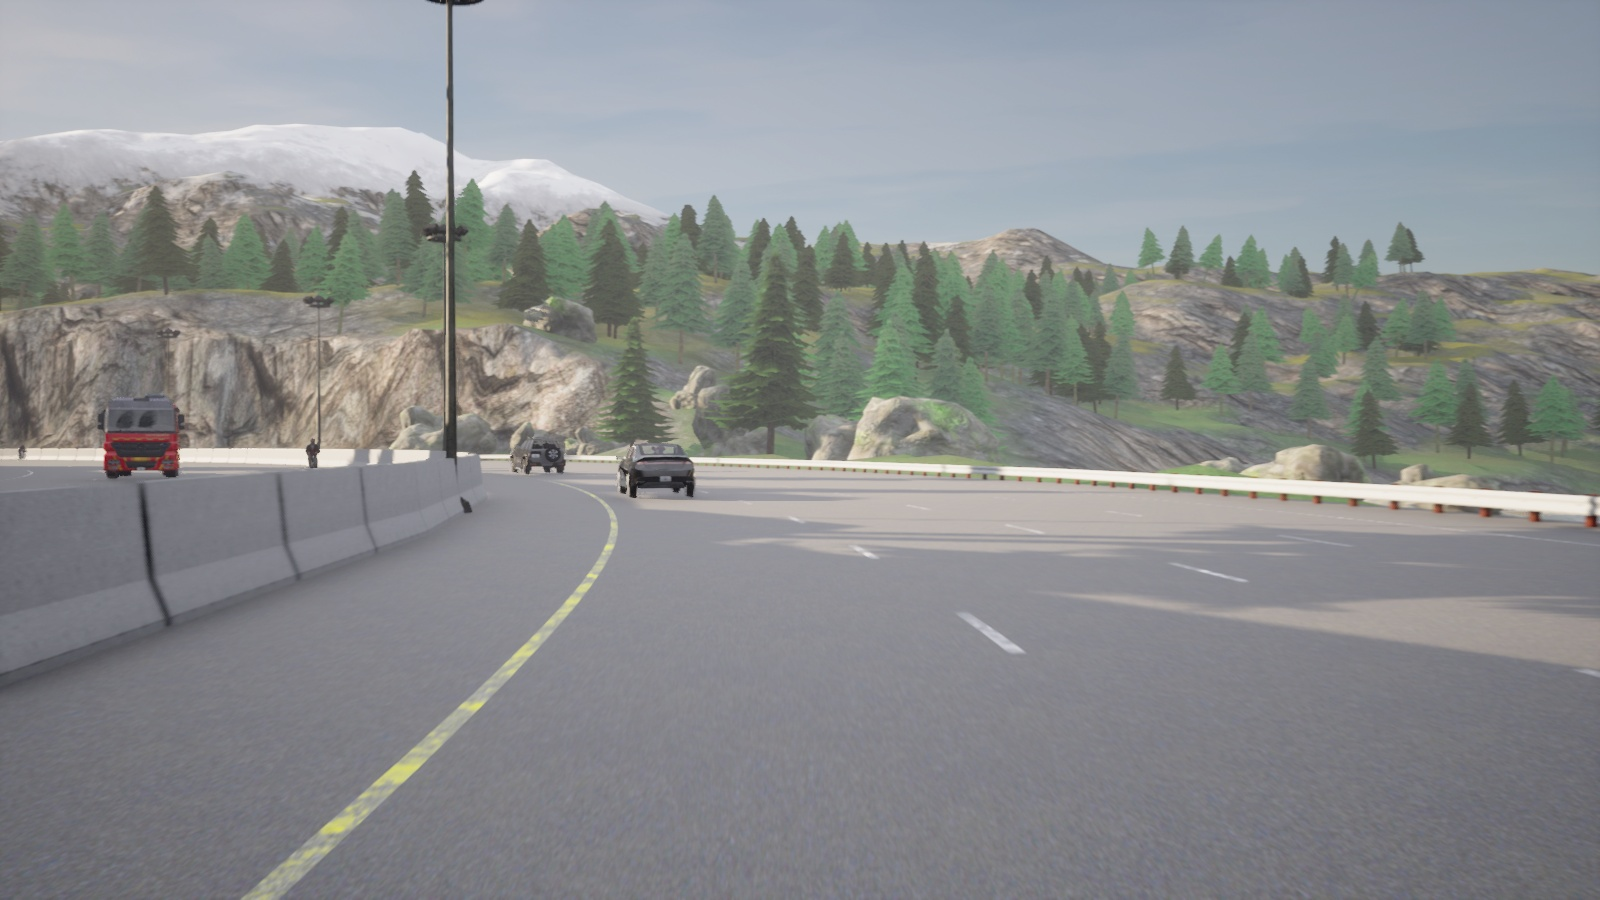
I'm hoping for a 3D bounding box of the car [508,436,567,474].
[{"bbox_3d":[-13.113,0.236,62.548,1.932,1.855,4.605,0,0,-24],"label":"car"}]

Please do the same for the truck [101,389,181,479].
[{"bbox_3d":[-29.982,-0.690,57.408,2.891,3.827,8.468,0,0,-25],"label":"truck"}]

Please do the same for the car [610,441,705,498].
[{"bbox_3d":[-4.179,0.509,36.104,2.128,1.511,4.902,0,0,-13],"label":"car"}]
